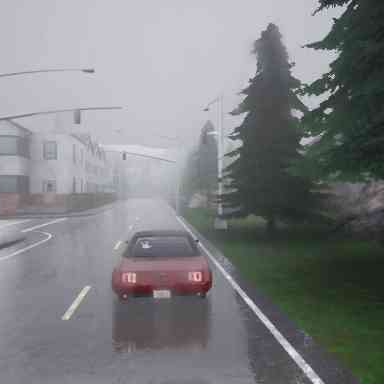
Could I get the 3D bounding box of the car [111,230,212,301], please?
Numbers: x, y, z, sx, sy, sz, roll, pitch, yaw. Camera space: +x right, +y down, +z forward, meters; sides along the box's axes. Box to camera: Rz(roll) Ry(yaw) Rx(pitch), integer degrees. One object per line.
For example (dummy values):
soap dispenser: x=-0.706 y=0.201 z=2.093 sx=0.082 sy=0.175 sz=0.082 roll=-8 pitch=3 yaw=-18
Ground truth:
car: x=-0.741 y=1.601 z=8.359 sx=1.895 sy=1.301 sz=4.718 roll=0 pitch=0 yaw=-5
